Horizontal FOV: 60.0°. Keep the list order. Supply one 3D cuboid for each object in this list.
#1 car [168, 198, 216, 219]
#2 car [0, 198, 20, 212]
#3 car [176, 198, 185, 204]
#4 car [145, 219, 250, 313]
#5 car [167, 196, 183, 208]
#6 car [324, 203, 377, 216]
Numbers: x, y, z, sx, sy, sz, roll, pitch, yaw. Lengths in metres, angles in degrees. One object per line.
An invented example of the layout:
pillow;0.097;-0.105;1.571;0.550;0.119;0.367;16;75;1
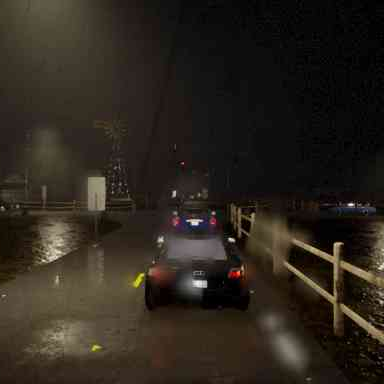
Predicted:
car;0.118;1.380;16.428;2.097;1.767;4.553;0;0;0
car;-20.263;1.292;34.124;4.892;1.490;1.837;1;-2;0
car;-2.646;1.926;75.836;1.895;1.301;4.718;0;0;0
car;0.108;1.573;7.785;1.994;1.385;4.181;0;0;0
car;-2.856;1.647;52.092;1.882;1.535;5.008;0;0;2
car;17.898;1.951;37.702;5.357;1.411;2.033;1;-2;0
